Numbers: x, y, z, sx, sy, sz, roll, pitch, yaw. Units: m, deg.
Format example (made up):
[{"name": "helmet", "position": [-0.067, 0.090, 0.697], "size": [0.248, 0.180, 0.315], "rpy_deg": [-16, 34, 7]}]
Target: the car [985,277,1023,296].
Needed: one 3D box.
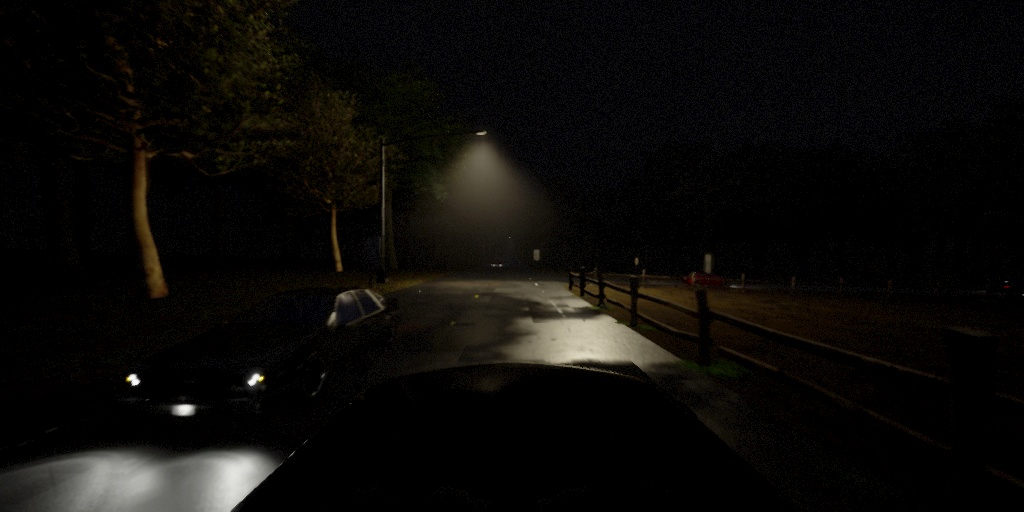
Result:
[{"name": "car", "position": [47.894, 3.019, 34.004], "size": [4.181, 1.385, 1.994], "rpy_deg": [1, 2, 0]}]

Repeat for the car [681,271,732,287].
[{"name": "car", "position": [18.341, 2.161, 33.901], "size": [4.181, 1.385, 1.994], "rpy_deg": [2, 2, 0]}]

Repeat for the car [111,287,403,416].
[{"name": "car", "position": [-3.591, 1.305, 6.586], "size": [2.033, 1.411, 5.357], "rpy_deg": [0, 0, 0]}]
